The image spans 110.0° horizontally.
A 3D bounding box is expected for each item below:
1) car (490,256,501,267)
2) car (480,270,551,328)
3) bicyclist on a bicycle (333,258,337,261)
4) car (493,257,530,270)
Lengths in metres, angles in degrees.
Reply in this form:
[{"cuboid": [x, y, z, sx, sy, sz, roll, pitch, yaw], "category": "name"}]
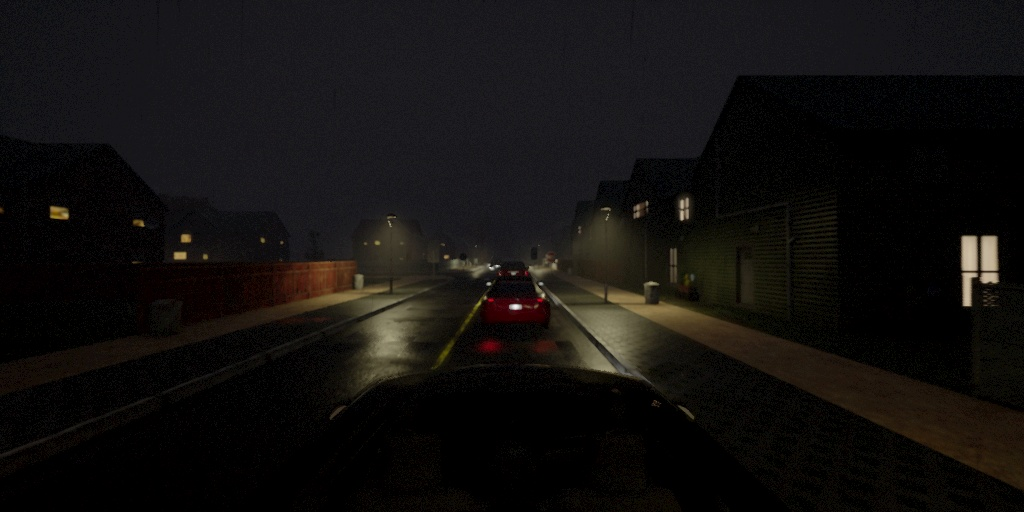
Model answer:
[{"cuboid": [-2.775, 0.980, 64.857, 2.150, 2.045, 5.566, 0, 0, 1], "category": "car"}, {"cuboid": [0.097, 1.314, 11.474, 1.994, 1.385, 4.181, 0, 0, 0], "category": "car"}, {"cuboid": [-20.211, 1.096, 40.855, 0.582, 1.620, 1.656, 0, 0, 0], "category": "bicyclist on a bicycle"}, {"cuboid": [0.094, 1.102, 23.675, 2.097, 1.767, 4.553, 0, 0, 0], "category": "car"}]
